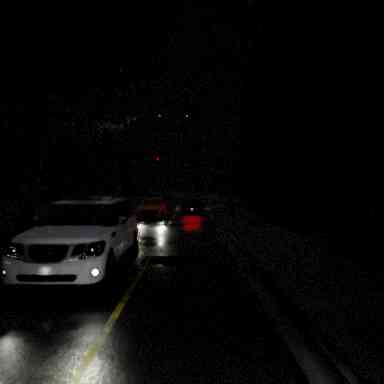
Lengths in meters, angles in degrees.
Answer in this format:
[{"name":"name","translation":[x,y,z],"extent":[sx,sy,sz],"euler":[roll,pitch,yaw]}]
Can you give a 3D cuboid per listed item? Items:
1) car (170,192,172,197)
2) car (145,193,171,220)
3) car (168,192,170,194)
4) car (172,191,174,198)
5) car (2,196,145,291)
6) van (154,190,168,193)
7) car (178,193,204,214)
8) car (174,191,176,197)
[{"name":"car","translation":[-5.523,0.505,63.739],"extent":[2.192,1.841,5.009],"euler":[2,0,0]},{"name":"car","translation":[-2.858,1.128,24.463],"extent":[1.882,1.535,5.008],"euler":[0,1,0]},{"name":"car","translation":[-5.508,0.760,58.755],"extent":[2.008,1.369,4.403],"euler":[2,0,0]},{"name":"car","translation":[-5.576,0.704,74.320],"extent":[1.887,1.381,4.507],"euler":[2,0,0]},{"name":"car","translation":[-2.865,1.158,9.243],"extent":[2.150,2.045,5.566],"euler":[0,1,0]},{"name":"van","translation":[-5.488,0.563,55.433],"extent":[1.690,1.788,3.998],"euler":[2,0,0]},{"name":"car","translation":[0.000,1.037,28.698],"extent":[1.837,1.490,4.892],"euler":[0,2,0]},{"name":"car","translation":[-5.623,0.725,84.901],"extent":[1.802,1.307,4.206],"euler":[2,0,0]}]
